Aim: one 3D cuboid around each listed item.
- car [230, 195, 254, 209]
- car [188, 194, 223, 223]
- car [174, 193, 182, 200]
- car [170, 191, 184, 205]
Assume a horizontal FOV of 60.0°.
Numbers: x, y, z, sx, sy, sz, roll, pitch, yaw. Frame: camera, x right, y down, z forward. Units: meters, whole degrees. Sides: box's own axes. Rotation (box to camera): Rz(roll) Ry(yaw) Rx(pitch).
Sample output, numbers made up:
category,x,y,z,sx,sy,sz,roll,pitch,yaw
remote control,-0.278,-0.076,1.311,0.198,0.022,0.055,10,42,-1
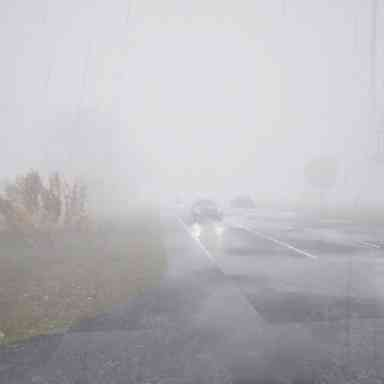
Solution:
category,x,y,z,sx,sy,sz,roll,pitch,yaw
car,6.171,1.171,41.706,2.097,1.767,4.553,0,0,-6
car,0.951,1.278,24.917,2.097,1.767,4.553,0,0,-6
car,-3.510,1.127,83.960,1.882,1.535,5.008,0,0,1
car,-2.507,1.136,55.313,2.097,1.767,4.553,0,0,-7
